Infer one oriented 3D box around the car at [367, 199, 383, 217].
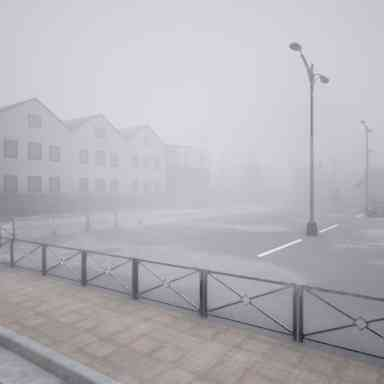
[{"bbox_3d":[15.385,1.298,26.832,2.007,1.523,4.514,0,0,35],"label":"car"}]
